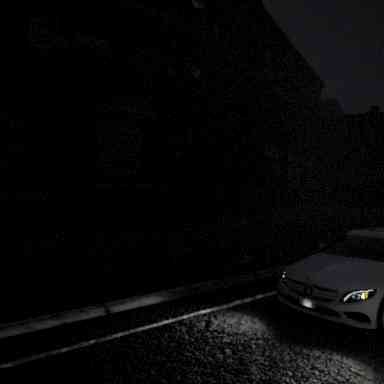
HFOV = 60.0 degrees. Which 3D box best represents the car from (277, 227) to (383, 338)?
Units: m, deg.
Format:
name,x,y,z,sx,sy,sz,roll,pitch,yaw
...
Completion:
name,x,y,z,sx,sy,sz,roll,pitch,yaw
car,3.732,1.486,6.655,4.674,1.442,1.812,0,0,-36
